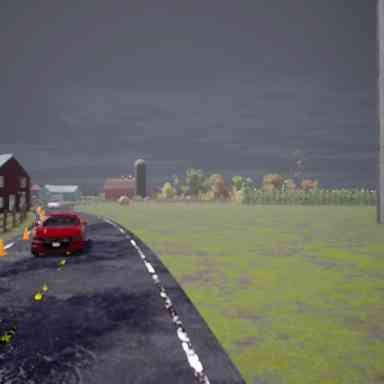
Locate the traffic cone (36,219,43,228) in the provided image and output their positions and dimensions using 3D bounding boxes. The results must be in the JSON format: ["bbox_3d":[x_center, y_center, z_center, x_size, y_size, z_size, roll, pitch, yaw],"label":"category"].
[{"bbox_3d":[-10.326,2.232,22.277,0.340,0.580,0.340,0,-1,-19],"label":"traffic cone"}]

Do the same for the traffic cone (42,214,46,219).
[{"bbox_3d":[-12.036,2.289,26.887,0.340,0.580,0.340,0,-1,-21],"label":"traffic cone"}]

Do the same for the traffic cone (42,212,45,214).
[{"bbox_3d":[-13.900,2.347,31.436,0.340,0.580,0.340,0,-1,-23],"label":"traffic cone"}]

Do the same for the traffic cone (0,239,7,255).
[{"bbox_3d":[-7.375,2.118,12.899,0.340,0.580,0.340,0,-1,-16],"label":"traffic cone"}]

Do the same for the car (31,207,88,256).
[{"bbox_3d":[-5.607,1.650,14.409,1.882,1.535,5.008,0,-1,-16],"label":"car"}]

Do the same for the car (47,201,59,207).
[{"bbox_3d":[-24.620,2.275,59.088,1.812,1.442,4.674,0,-1,-22],"label":"car"}]

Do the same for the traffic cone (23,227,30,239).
[{"bbox_3d":[-8.772,2.175,17.613,0.340,0.580,0.340,0,-1,-17],"label":"traffic cone"}]
